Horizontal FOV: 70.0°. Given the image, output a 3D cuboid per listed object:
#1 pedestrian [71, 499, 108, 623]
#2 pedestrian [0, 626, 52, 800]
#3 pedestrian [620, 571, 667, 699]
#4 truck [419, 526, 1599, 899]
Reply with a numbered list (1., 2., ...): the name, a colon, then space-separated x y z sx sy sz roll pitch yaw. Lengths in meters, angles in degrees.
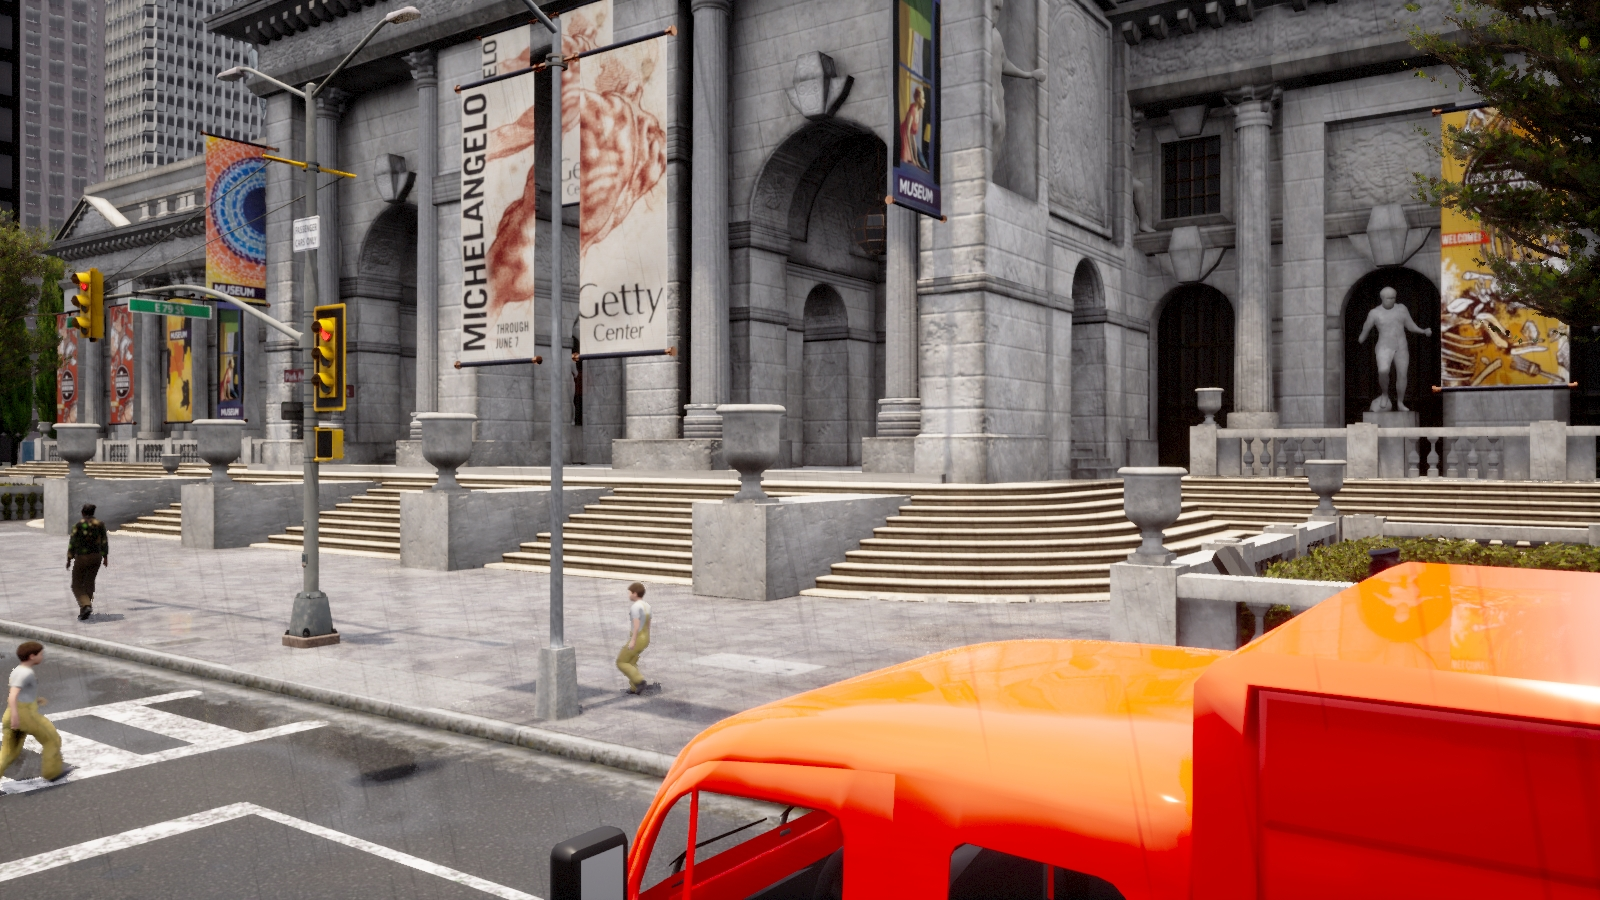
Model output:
1. pedestrian: -10.923 1.688 17.570 0.375 1.860 0.375 0 0 40
2. pedestrian: -6.393 2.124 9.319 0.375 1.300 0.375 0 0 35
3. pedestrian: -1.678 1.972 12.282 0.375 1.300 0.375 0 0 18
4. truck: 1.935 1.568 2.414 5.204 2.467 2.627 0 0 35
